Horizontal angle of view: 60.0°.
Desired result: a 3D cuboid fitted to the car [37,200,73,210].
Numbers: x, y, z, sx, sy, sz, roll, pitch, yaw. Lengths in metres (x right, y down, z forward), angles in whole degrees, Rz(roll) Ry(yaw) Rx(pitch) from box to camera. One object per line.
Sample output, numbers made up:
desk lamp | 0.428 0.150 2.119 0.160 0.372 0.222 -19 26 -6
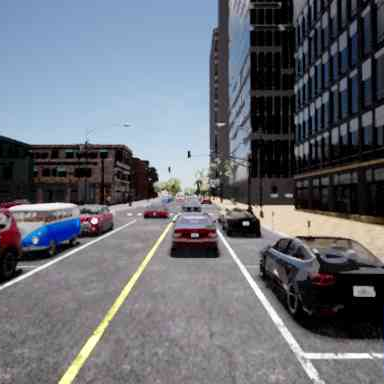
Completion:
car | -19.423 1.882 47.243 4.313 1.339 1.947 -1 0 1

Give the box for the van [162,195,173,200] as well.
van | -5.684 1.468 73.200 1.690 1.788 3.998 1 0 0

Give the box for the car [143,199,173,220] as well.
car | -3.026 1.613 29.044 1.994 1.385 4.181 0 0 0

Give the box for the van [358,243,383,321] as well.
van | 2.672 1.344 1.594 1.690 1.788 3.998 1 0 0

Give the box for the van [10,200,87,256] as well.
van | -5.677 1.363 12.936 1.690 1.788 3.998 1 0 0

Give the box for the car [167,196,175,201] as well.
car | -5.689 1.722 89.803 1.947 1.339 4.313 1 0 0

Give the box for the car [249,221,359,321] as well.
car | 2.667 1.578 7.237 1.947 1.339 4.313 1 0 0

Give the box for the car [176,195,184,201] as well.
car | -3.009 1.503 85.169 2.097 1.767 4.553 0 0 0

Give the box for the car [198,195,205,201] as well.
car | 2.691 1.692 95.497 1.752 1.417 4.829 1 0 0

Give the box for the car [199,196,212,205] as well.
car | 2.696 1.547 62.118 1.967 1.590 4.097 1 0 0

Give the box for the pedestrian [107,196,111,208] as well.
pedestrian | -12.549 1.443 50.111 0.375 1.860 0.375 0 0 1

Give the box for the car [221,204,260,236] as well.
car | 2.666 1.597 18.526 1.947 1.339 4.313 1 0 0

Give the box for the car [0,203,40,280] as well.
car | -5.675 1.328 7.292 2.192 1.841 5.009 1 0 0

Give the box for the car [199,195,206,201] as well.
car | 2.692 1.682 89.962 1.752 1.417 4.829 1 0 0

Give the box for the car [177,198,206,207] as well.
car | -0.133 1.602 32.224 2.033 1.411 5.357 0 0 -4

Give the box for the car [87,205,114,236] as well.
car | -5.679 1.472 18.580 1.967 1.590 4.097 1 0 0

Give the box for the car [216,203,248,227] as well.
car | 2.837 1.567 24.340 1.752 1.417 4.829 1 0 0

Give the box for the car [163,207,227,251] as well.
car | 0.099 1.571 14.208 2.033 1.411 5.357 0 0 0
